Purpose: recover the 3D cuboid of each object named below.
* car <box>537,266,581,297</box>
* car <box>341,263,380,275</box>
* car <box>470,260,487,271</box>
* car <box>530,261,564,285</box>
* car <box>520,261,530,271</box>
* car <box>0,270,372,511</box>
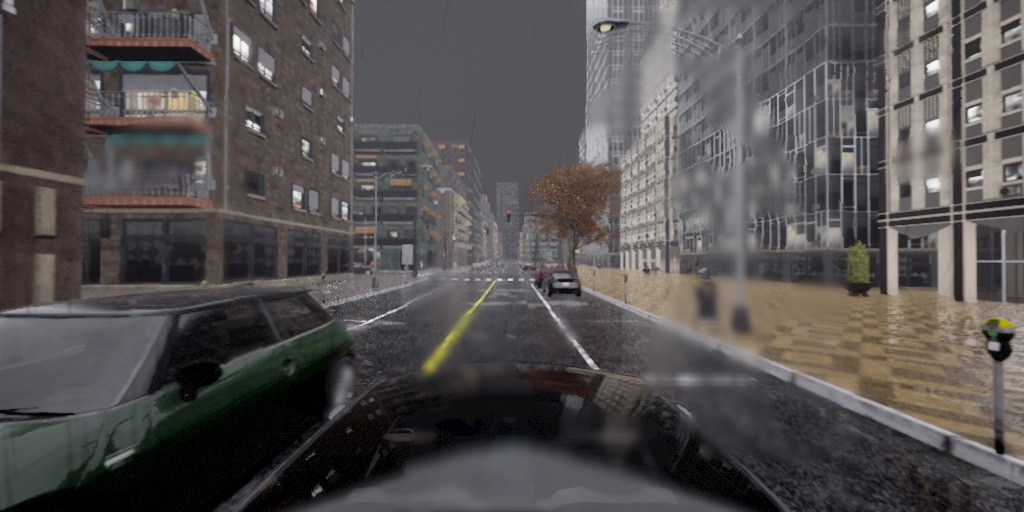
[{"bbox_3d":[2.692,1.455,19.929,1.948,1.339,4.313,0,0,0],"label":"car"},{"bbox_3d":[-16.435,1.373,38.425,4.403,1.370,2.007,0,0,-1],"label":"car"},{"bbox_3d":[-5.690,1.745,57.839,2.007,1.370,4.403,0,0,0],"label":"car"},{"bbox_3d":[2.691,1.247,25.452,2.192,1.841,5.009,0,0,0],"label":"car"},{"bbox_3d":[2.690,1.740,57.839,1.888,1.381,4.507,0,0,0],"label":"car"},{"bbox_3d":[-3.100,1.110,2.864,2.097,1.767,4.553,0,0,0],"label":"car"}]
